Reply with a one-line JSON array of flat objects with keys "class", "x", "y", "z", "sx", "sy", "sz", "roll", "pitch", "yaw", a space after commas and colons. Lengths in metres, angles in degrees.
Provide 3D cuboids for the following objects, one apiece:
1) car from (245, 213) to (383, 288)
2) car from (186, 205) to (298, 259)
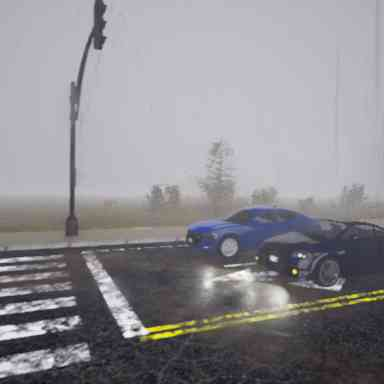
[{"class": "car", "x": 3.787, "y": 1.420, "z": 8.739, "sx": 4.181, "sy": 1.385, "sz": 1.994, "roll": 0, "pitch": 1, "yaw": -23}, {"class": "car", "x": 2.234, "y": 1.247, "z": 11.602, "sx": 5.008, "sy": 1.535, "sz": 1.882, "roll": 0, "pitch": 2, "yaw": -24}]
